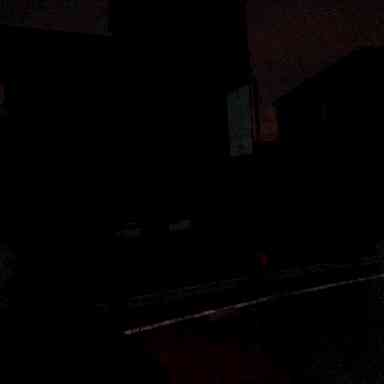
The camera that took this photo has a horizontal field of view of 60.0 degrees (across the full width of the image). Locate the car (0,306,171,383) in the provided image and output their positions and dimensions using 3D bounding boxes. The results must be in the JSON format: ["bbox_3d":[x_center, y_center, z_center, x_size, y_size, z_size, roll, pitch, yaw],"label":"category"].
[{"bbox_3d":[-2.572,1.617,2.047,4.718,1.301,1.895,-1,0,-35],"label":"car"}]
